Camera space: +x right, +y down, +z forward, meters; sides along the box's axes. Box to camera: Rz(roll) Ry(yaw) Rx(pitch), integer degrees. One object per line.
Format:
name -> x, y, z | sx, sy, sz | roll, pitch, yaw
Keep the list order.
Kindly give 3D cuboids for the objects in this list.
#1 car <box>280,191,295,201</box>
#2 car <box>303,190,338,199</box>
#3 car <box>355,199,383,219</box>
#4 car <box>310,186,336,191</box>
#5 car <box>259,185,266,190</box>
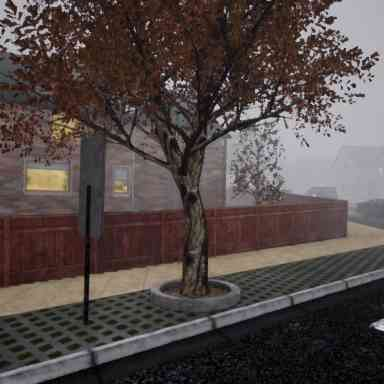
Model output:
car -> 11.715, 0.454, 41.939 | 1.882, 1.535, 5.008 | 1, 2, -3
car -> 12.276, 0.867, 31.658 | 1.994, 1.385, 4.181 | 1, 2, -3
car -> 12.827, 1.174, 21.705 | 2.033, 1.411, 5.357 | 1, 2, -3
car -> 14.841, 0.375, 38.760 | 2.150, 2.045, 5.566 | 1, 2, -3
car -> 13.571, -0.324, 61.642 | 2.150, 2.045, 5.566 | 1, 1, -3
